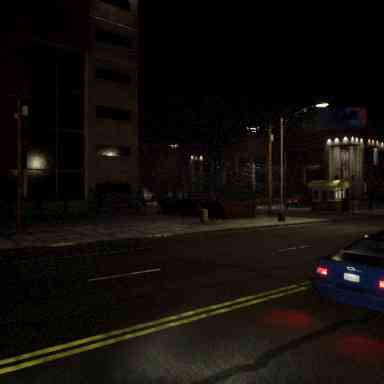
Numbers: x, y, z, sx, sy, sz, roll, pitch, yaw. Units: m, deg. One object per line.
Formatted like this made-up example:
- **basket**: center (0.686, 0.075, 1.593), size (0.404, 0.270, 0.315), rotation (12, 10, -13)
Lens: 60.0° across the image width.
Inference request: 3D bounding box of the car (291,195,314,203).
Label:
- **car**: center (21.667, 1.420, 65.059), size (4.674, 1.452, 2.002), rotation (0, 0, -36)

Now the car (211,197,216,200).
- **car**: center (4.040, 1.575, 60.500), size (4.718, 1.301, 1.895), rotation (0, 0, -36)

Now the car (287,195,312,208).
- **car**: center (14.835, 1.254, 45.971), size (4.553, 1.767, 2.185), rotation (0, 0, -36)

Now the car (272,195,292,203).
- **car**: center (18.744, 1.452, 69.049), size (3.806, 1.475, 1.970), rotation (0, 0, -36)

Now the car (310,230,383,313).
- **car**: center (4.852, 1.547, 7.292), size (5.357, 1.411, 2.033), rotation (0, 0, -35)
